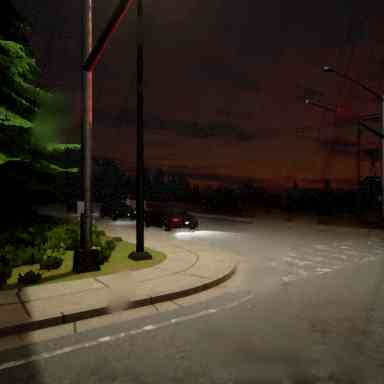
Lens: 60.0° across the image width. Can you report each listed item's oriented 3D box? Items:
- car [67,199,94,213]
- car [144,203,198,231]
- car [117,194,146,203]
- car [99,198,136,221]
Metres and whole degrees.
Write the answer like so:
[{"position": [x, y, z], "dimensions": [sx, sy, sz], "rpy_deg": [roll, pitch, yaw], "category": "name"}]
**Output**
[{"position": [-12.359, 1.504, 36.788], "dimensions": [1.882, 1.535, 5.008], "rpy_deg": [0, 0, -34], "category": "car"}, {"position": [-1.405, 1.591, 20.710], "dimensions": [1.994, 1.385, 4.181], "rpy_deg": [0, 0, -34], "category": "car"}, {"position": [-6.812, 1.248, 35.202], "dimensions": [2.150, 2.045, 5.566], "rpy_deg": [0, 0, -34], "category": "car"}, {"position": [-6.303, 1.531, 27.894], "dimensions": [1.837, 1.490, 4.892], "rpy_deg": [0, 0, -34], "category": "car"}]
